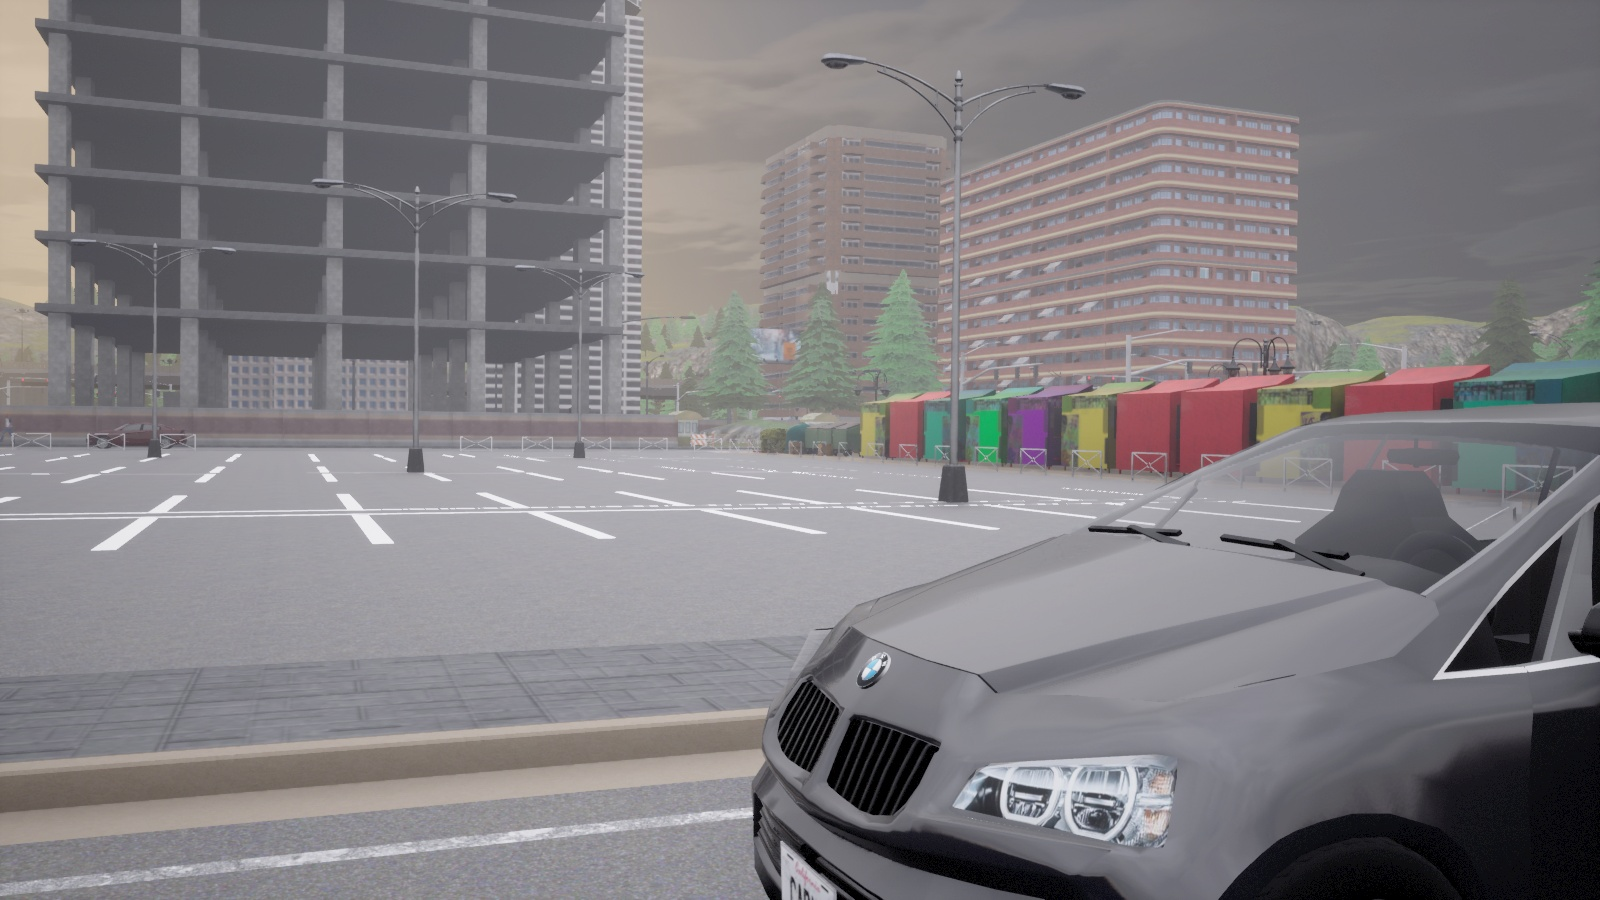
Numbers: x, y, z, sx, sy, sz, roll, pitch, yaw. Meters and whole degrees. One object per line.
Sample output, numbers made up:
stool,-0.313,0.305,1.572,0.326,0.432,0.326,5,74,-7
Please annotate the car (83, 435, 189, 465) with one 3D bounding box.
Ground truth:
car,-36.933,-0.019,69.992,5.008,1.535,1.882,-1,1,-23

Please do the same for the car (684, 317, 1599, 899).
car,2.168,0.553,4.061,4.611,1.667,2.242,-1,1,-21

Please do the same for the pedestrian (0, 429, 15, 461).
pedestrian,-46.452,-0.297,73.560,0.354,1.836,0.706,0,1,37
